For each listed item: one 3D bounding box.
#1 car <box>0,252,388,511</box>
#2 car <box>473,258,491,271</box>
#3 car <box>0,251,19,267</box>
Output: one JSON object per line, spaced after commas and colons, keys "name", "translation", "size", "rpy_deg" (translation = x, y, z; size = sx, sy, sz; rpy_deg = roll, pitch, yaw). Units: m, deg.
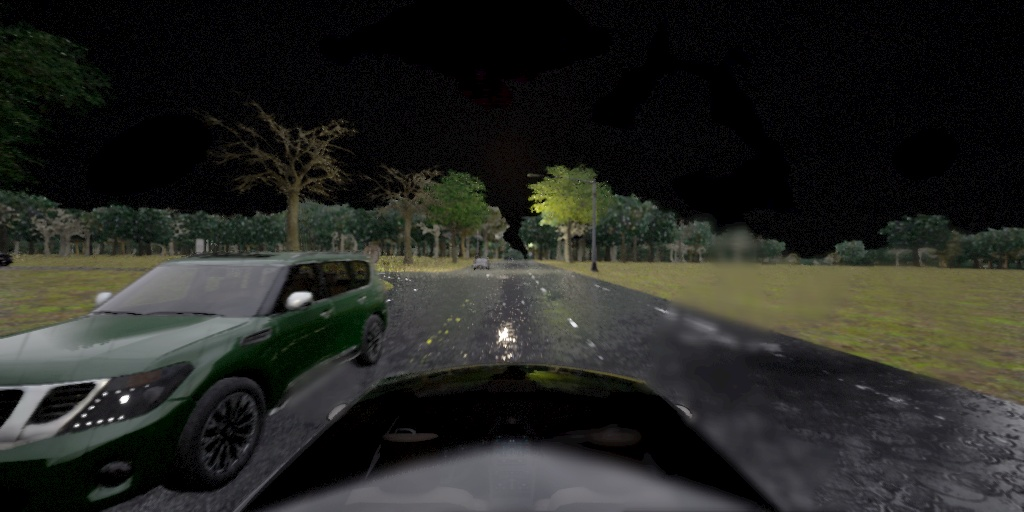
{"name": "car", "translation": [-3.506, 0.960, 4.886], "size": [2.150, 2.045, 5.566], "rpy_deg": [0, 0, 0]}
{"name": "car", "translation": [-3.521, 0.977, 42.418], "size": [1.837, 1.490, 4.892], "rpy_deg": [0, 0, 0]}
{"name": "car", "translation": [-49.134, 0.226, 32.984], "size": [4.892, 1.490, 1.837], "rpy_deg": [1, -1, 0]}
